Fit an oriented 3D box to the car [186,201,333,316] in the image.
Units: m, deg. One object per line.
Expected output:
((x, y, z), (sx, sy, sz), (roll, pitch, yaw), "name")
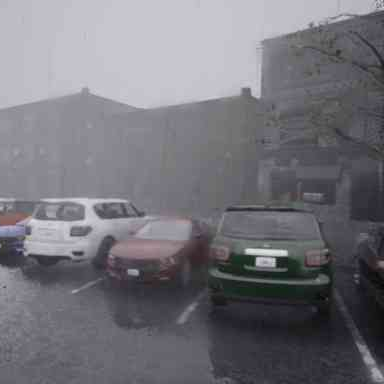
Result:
((1.868, 1.229, 7.795), (2.435, 2.045, 5.566), (0, -1, 15), "car")

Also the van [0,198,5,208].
((-7.951, 1.238, 14.632), (1.878, 1.987, 4.442), (1, -1, 15), "van")

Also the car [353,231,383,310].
((4.306, 1.513, 5.990), (2.163, 1.488, 4.792), (1, -1, 15), "car")

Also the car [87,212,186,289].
((-0.581, 1.476, 9.511), (2.097, 1.535, 5.008), (1, -1, 15), "car")

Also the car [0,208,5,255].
((-5.475, 1.469, 13.000), (2.097, 1.535, 5.008), (1, -1, 15), "car")

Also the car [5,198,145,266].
((-3.025, 1.222, 11.283), (2.435, 2.045, 5.566), (0, -1, 15), "car")
